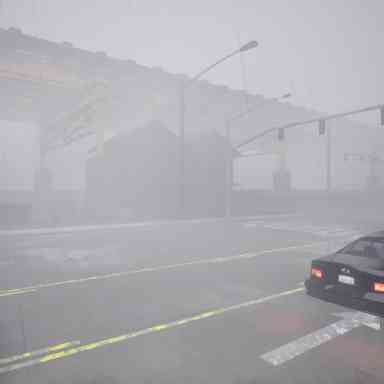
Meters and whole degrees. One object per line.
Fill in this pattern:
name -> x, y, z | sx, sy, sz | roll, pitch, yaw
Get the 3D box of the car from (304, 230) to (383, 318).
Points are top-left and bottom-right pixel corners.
car -> 4.692, 1.547, 7.133 | 5.357, 1.411, 2.033 | 0, 0, -35
